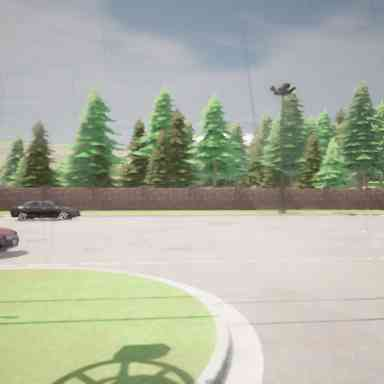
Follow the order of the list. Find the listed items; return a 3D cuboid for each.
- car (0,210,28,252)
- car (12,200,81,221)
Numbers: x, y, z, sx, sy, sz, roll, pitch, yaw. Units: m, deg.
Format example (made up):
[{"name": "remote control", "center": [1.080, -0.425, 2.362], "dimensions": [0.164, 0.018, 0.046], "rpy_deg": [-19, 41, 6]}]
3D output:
[{"name": "car", "center": [-8.453, 1.470, 11.300], "dimensions": [4.674, 1.442, 1.812], "rpy_deg": [0, 0, -6]}, {"name": "car", "center": [-10.965, 1.402, 25.100], "dimensions": [4.892, 1.490, 1.837], "rpy_deg": [0, 0, -6]}]
